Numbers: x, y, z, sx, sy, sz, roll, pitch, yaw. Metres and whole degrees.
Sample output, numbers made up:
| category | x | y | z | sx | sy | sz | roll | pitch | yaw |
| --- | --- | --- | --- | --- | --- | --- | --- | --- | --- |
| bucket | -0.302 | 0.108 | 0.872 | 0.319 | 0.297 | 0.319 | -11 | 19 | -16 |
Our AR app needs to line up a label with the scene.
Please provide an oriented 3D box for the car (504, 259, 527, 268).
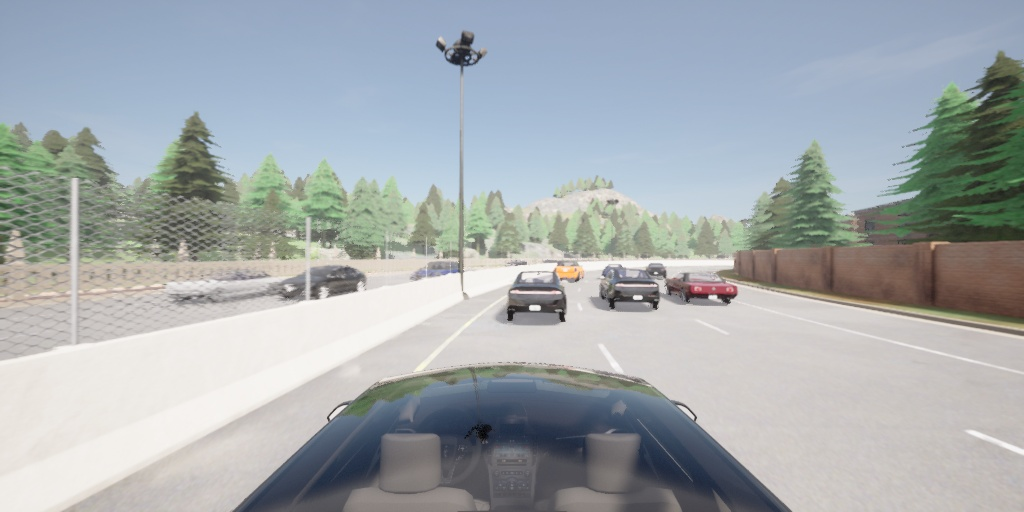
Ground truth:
| category | x | y | z | sx | sy | sz | roll | pitch | yaw |
| --- | --- | --- | --- | --- | --- | --- | --- | --- | --- |
| car | 0.552 | 1.270 | 55.351 | 2.128 | 1.511 | 4.902 | 0 | 0 | 30 |

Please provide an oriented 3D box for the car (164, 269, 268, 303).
| category | x | y | z | sx | sy | sz | roll | pitch | yaw |
| --- | --- | --- | --- | --- | --- | --- | --- | --- | --- |
| car | -12.853 | 1.301 | 16.571 | 1.895 | 1.301 | 4.718 | 0 | 0 | 9 |

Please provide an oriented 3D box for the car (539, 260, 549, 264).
| category | x | y | z | sx | sy | sz | roll | pitch | yaw |
| --- | --- | --- | --- | --- | --- | --- | --- | --- | --- |
| car | 5.815 | 1.307 | 57.291 | 1.837 | 1.490 | 4.892 | 0 | 0 | 32 |

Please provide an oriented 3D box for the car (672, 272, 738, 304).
| category | x | y | z | sx | sy | sz | roll | pitch | yaw |
| --- | --- | --- | --- | --- | --- | --- | --- | --- | --- |
| car | 8.625 | 1.396 | 16.854 | 1.895 | 1.301 | 4.718 | 0 | 0 | 10 |

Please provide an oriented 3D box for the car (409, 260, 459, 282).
| category | x | y | z | sx | sy | sz | roll | pitch | yaw |
| --- | --- | --- | --- | --- | --- | --- | --- | --- | --- |
| car | -4.615 | 1.092 | 22.558 | 2.097 | 1.767 | 4.553 | 0 | 0 | 13 |

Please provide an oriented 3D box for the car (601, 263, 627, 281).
| category | x | y | z | sx | sy | sz | roll | pitch | yaw |
| --- | --- | --- | --- | --- | --- | --- | --- | --- | --- |
| car | 9.238 | 1.369 | 32.210 | 1.994 | 1.385 | 4.181 | 0 | 0 | 19 |

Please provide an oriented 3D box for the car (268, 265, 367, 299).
| category | x | y | z | sx | sy | sz | roll | pitch | yaw |
| --- | --- | --- | --- | --- | --- | --- | --- | --- | --- |
| car | -9.102 | 1.223 | 17.715 | 1.837 | 1.490 | 4.892 | 0 | 0 | 10 |

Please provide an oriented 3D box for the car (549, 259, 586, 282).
| category | x | y | z | sx | sy | sz | roll | pitch | yaw |
| --- | --- | --- | --- | --- | --- | --- | --- | --- | --- |
| car | 4.778 | 1.137 | 29.928 | 2.097 | 1.767 | 4.553 | 0 | 0 | 17 |

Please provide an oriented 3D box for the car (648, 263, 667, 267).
| category | x | y | z | sx | sy | sz | roll | pitch | yaw |
| --- | --- | --- | --- | --- | --- | --- | --- | --- | --- |
| car | 13.585 | 1.351 | 33.837 | 1.812 | 1.442 | 4.674 | 0 | 0 | 22 |

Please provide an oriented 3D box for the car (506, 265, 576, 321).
| category | x | y | z | sx | sy | sz | roll | pitch | yaw |
| --- | --- | --- | --- | --- | --- | --- | --- | --- | --- |
| car | 0.929 | 1.251 | 12.502 | 2.128 | 1.511 | 4.902 | 0 | 0 | 7 |

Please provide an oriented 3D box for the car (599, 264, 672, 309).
| category | x | y | z | sx | sy | sz | roll | pitch | yaw |
| --- | --- | --- | --- | --- | --- | --- | --- | --- | --- |
| car | 4.827 | 1.269 | 15.152 | 2.128 | 1.511 | 4.902 | 0 | 0 | 8 |
